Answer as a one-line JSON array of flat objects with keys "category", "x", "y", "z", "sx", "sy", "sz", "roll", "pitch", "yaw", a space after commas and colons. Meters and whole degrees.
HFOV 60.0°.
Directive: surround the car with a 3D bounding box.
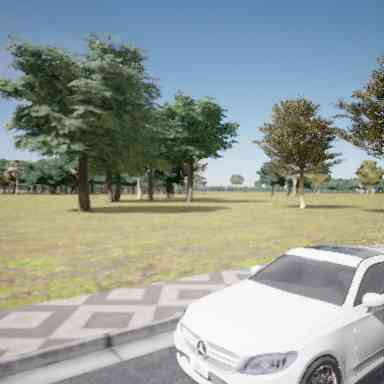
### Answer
[{"category": "car", "x": 1.970, "y": 1.548, "z": 4.780, "sx": 4.674, "sy": 1.442, "sz": 1.812, "roll": 0, "pitch": 0, "yaw": -35}]
